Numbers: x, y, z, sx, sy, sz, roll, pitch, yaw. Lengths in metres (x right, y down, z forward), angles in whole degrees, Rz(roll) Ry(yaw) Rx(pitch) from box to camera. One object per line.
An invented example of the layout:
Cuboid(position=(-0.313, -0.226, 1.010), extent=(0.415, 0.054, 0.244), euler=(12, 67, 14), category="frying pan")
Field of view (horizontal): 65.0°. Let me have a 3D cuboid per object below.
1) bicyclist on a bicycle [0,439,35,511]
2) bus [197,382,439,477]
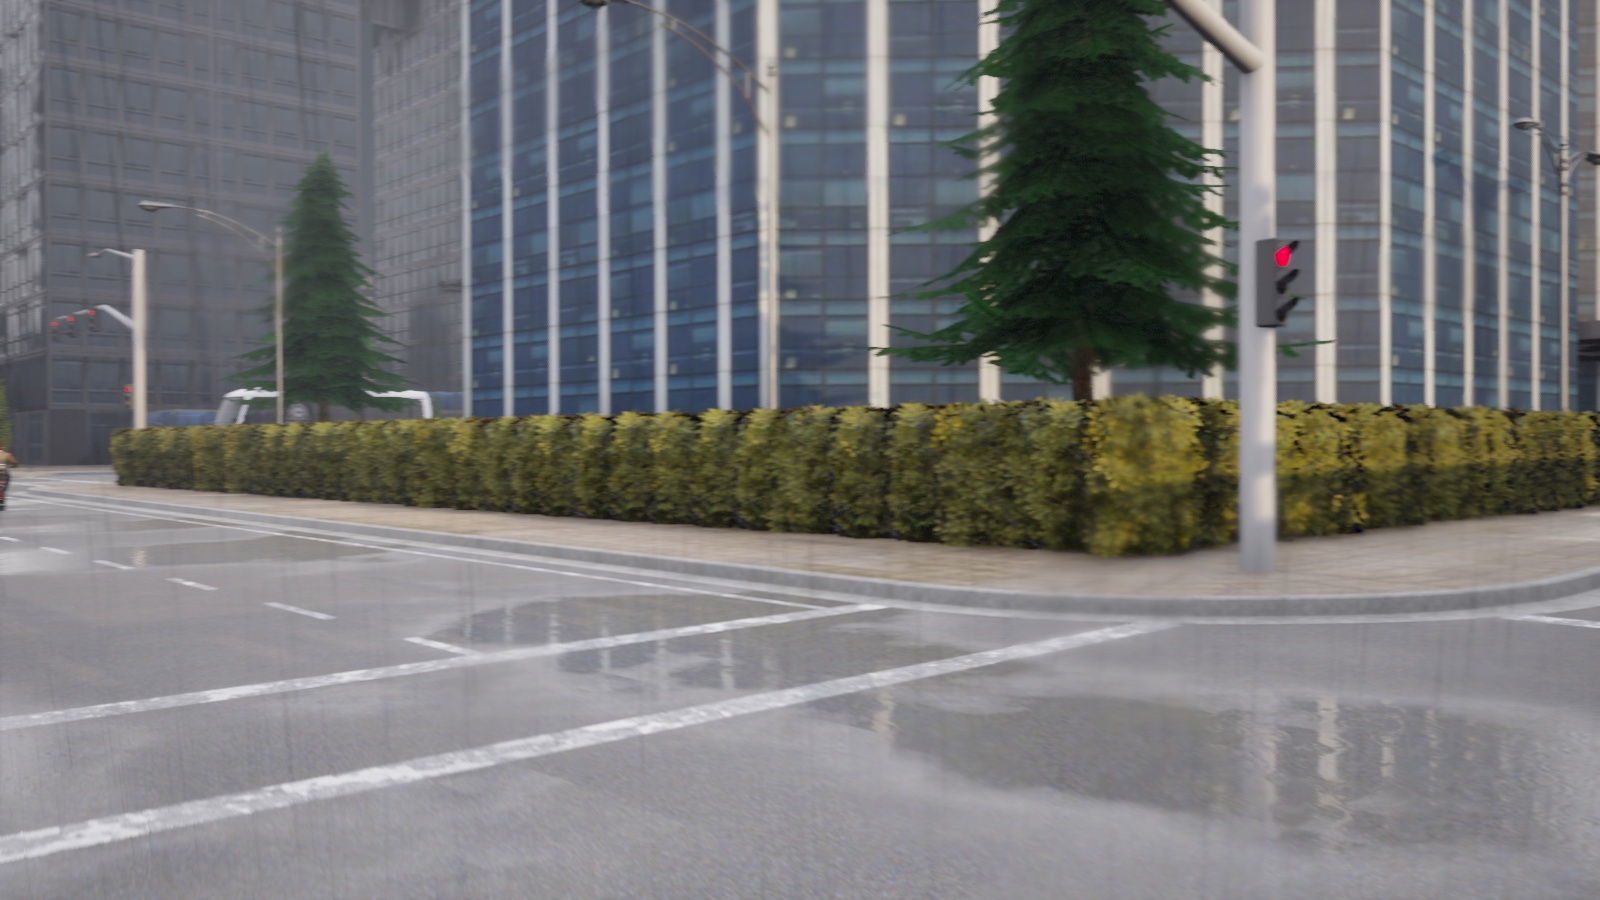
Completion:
Cuboid(position=(-18.389, 0.560, 29.104), extent=(0.866, 1.612, 1.509), euler=(0, 0, -42), category="bicyclist on a bicycle")
Cuboid(position=(-23.335, -0.955, 61.322), extent=(10.273, 4.253, 3.944), euler=(-1, 1, -43), category="bus")
